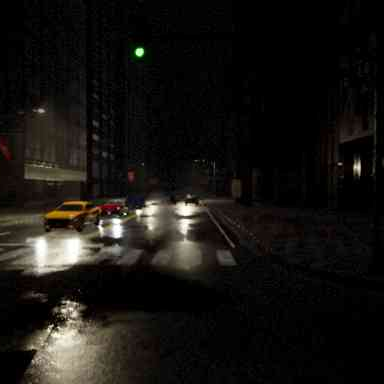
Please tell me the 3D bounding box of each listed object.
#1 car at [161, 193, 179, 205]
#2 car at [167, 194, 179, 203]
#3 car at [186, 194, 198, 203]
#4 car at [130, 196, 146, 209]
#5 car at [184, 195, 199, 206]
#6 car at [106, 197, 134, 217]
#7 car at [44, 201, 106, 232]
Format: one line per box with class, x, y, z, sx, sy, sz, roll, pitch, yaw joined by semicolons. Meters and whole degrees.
car;-3.298;0.985;48.314;2.097;1.767;4.553;0;0;0
car;-3.308;1.131;58.382;1.994;1.385;4.181;0;0;0
car;-0.058;1.138;58.386;1.994;1.385;4.181;0;0;0
car;-6.627;1.163;39.302;1.882;1.535;5.008;0;0;0
car;-0.048;1.134;47.965;2.128;1.511;4.902;0;0;0
car;-6.623;1.354;28.840;1.895;1.301;4.718;0;0;0
car;-6.606;1.297;18.838;1.882;1.535;5.008;0;0;0
